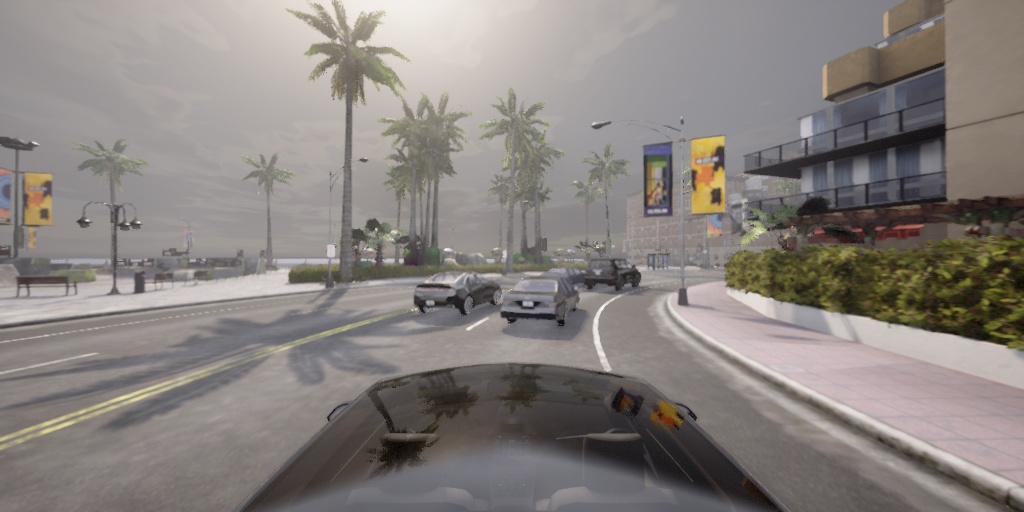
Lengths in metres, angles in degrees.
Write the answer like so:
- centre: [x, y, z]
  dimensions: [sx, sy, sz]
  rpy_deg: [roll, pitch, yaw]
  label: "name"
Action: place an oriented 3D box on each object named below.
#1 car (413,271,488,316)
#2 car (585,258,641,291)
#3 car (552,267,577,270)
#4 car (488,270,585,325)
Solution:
- centre: [-1.931, 1.341, 14.050]
  dimensions: [2.128, 1.511, 4.902]
  rpy_deg: [0, 0, 18]
  label: "car"
- centre: [6.825, 1.153, 24.054]
  dimensions: [2.150, 2.045, 5.566]
  rpy_deg: [0, 0, 36]
  label: "car"
- centre: [3.924, 1.491, 26.016]
  dimensions: [2.033, 1.411, 5.357]
  rpy_deg: [0, -1, 37]
  label: "car"
- centre: [1.139, 1.382, 12.289]
  dimensions: [2.033, 1.411, 5.357]
  rpy_deg: [0, 0, 16]
  label: "car"
